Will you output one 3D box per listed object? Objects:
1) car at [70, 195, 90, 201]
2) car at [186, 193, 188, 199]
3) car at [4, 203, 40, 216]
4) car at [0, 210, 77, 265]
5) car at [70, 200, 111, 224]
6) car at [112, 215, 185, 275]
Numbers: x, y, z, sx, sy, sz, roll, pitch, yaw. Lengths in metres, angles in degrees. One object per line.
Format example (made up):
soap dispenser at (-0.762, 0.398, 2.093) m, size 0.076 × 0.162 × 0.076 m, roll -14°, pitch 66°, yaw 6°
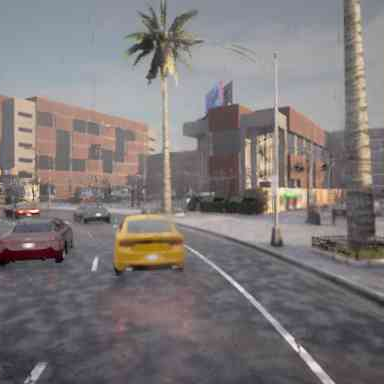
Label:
car at (-20.276, 1.238, 60.733) m, size 4.553 × 1.767 × 2.185 m, roll 0°, pitch 0°, yaw 34°
car at (-0.002, 1.313, 60.980) m, size 4.674 × 1.452 × 2.002 m, roll 0°, pitch 0°, yaw 34°
car at (-14.823, 1.616, 28.868) m, size 1.895 × 1.301 × 4.718 m, roll 0°, pitch 0°, yaw -41°
car at (-5.411, 1.567, 11.875) m, size 1.994 × 1.385 × 4.181 m, roll 0°, pitch 0°, yaw -15°
car at (-7.594, 1.553, 24.919) m, size 1.994 × 1.385 × 4.181 m, roll 0°, pitch 0°, yaw -32°
car at (-1.489, 1.465, 10.639) m, size 1.882 × 1.535 × 5.008 m, roll 0°, pitch 0°, yaw -12°
